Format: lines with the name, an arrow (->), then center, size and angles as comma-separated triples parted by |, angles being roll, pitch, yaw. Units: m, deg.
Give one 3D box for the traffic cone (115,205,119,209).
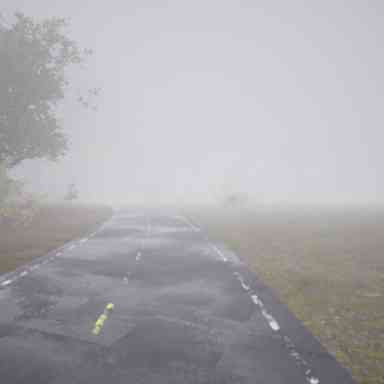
traffic cone -> -11.074, 2.224, 49.895 | 0.340, 0.580, 0.340 | 0, 0, -15
